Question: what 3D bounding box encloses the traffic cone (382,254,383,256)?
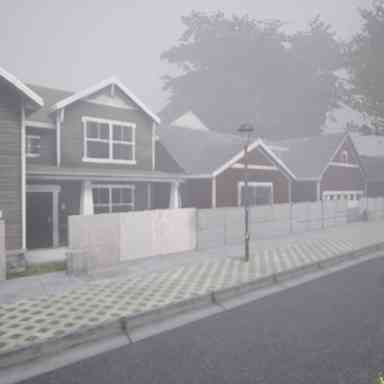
[{"bbox_3d":[6.352,1.757,10.713,0.340,0.580,0.340,-1,1,-43],"label":"traffic cone"}]
